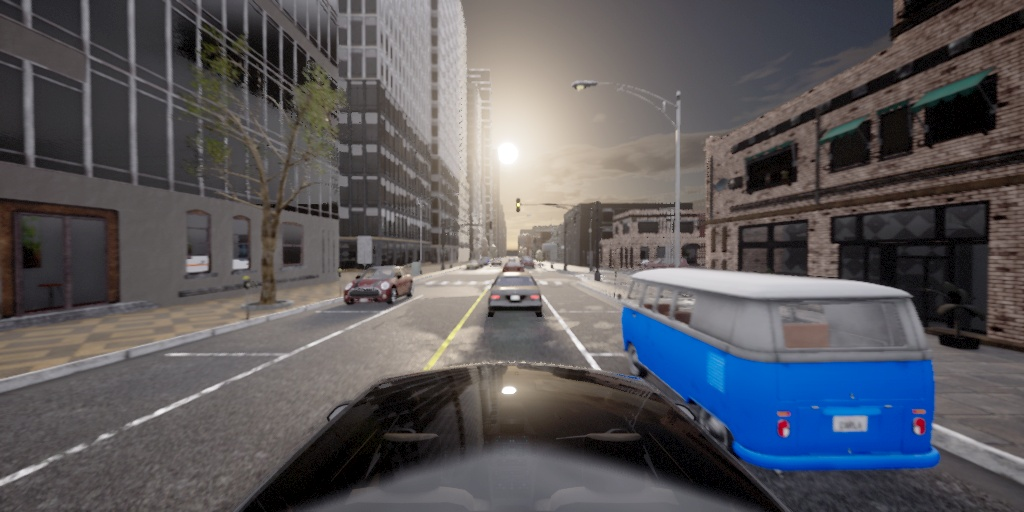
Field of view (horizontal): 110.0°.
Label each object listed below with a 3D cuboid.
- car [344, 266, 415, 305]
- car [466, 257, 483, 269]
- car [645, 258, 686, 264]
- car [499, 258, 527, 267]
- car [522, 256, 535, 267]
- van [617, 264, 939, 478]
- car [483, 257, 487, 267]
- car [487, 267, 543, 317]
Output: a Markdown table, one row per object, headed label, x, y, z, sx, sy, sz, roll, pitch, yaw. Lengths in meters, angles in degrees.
| label | x | y | z | sx | sy | sz | roll | pitch | yaw |
| --- | --- | --- | --- | --- | --- | --- | --- | --- | --- |
| car | -5.691 | 1.176 | 15.773 | 1.967 | 1.591 | 4.097 | 0 | 0 | 0 |
| car | -5.829 | 1.225 | 53.551 | 1.751 | 1.417 | 4.829 | 0 | 0 | 0 |
| car | 16.518 | 1.134 | 39.028 | 5.009 | 1.841 | 2.192 | 0 | 0 | 1 |
| car | 0.102 | 1.197 | 32.487 | 1.882 | 1.535 | 5.008 | 0 | 0 | 0 |
| car | 2.689 | 1.135 | 59.310 | 1.967 | 1.591 | 4.097 | 0 | 0 | 0 |
| van | 2.691 | 1.088 | 4.690 | 1.690 | 1.789 | 3.998 | 0 | 0 | 0 |
| car | -5.658 | 1.261 | 59.364 | 1.948 | 1.339 | 4.313 | 0 | 0 | 0 |
| car | 0.098 | 1.286 | 13.175 | 2.033 | 1.411 | 5.357 | 0 | 0 | 0 |
